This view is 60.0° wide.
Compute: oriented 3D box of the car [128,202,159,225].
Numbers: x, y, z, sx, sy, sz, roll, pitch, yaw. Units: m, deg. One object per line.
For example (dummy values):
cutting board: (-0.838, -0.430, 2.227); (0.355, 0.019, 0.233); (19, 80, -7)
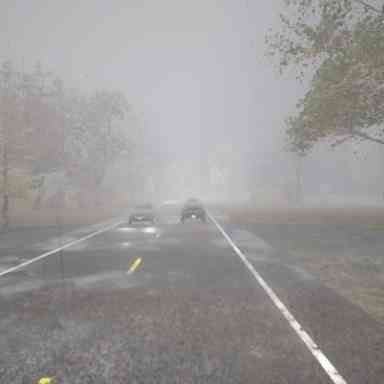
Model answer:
car: (-3.491, 1.516, 24.620); (1.837, 1.490, 4.892); (0, 0, 0)

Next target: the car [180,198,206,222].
car: (0.111, 1.522, 26.829); (1.837, 1.490, 4.892); (0, 0, 0)
